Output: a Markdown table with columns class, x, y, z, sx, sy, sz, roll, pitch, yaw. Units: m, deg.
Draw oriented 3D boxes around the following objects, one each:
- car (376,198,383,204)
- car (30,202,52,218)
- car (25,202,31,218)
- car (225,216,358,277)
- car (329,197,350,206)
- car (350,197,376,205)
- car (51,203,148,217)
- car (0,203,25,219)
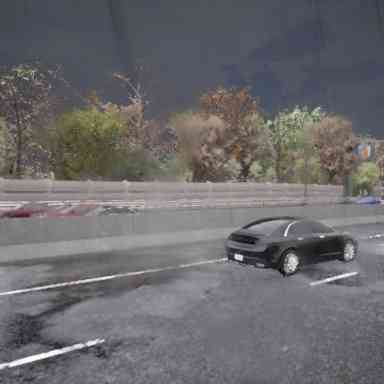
| class | x | y | z | sx | sy | sz | roll | pitch | yaw |
| --- | --- | --- | --- | --- | --- | --- | --- | --- | --- |
| car | 27.422 | 1.396 | 45.014 | 4.553 | 1.767 | 2.097 | 0 | 0 | -35 |
| car | -6.919 | 1.481 | 20.554 | 5.008 | 1.535 | 1.882 | 0 | 0 | -36 |
| car | -8.588 | 1.550 | 23.663 | 5.357 | 1.411 | 2.033 | 0 | 0 | -36 |
| car | 3.233 | 1.509 | 10.352 | 4.892 | 1.490 | 1.837 | 0 | 0 | -36 |
| car | 22.642 | 1.548 | 50.197 | 4.892 | 1.490 | 1.837 | 0 | 0 | -35 |
| car | 25.403 | 1.522 | 47.867 | 5.008 | 1.535 | 1.882 | 0 | 0 | -35 |
| car | -4.627 | 1.508 | 17.890 | 4.892 | 1.490 | 1.837 | 0 | 0 | -36 |
| car | -12.409 | 1.528 | 25.198 | 4.674 | 1.442 | 1.812 | 0 | 0 | -36 |
